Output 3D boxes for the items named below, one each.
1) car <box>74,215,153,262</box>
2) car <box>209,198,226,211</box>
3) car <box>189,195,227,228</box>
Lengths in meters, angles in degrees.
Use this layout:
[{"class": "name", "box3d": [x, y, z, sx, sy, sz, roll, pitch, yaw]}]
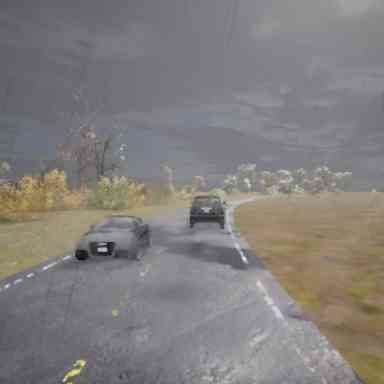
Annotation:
[{"class": "car", "box3d": [-2.627, 1.552, 12.034, 1.994, 1.385, 4.181, 0, 0, 3]}, {"class": "car", "box3d": [3.124, 1.484, 40.204, 1.812, 1.442, 4.674, 0, 0, 8]}, {"class": "car", "box3d": [1.067, 1.203, 22.025, 2.150, 2.045, 5.566, 0, 0, 5]}]
